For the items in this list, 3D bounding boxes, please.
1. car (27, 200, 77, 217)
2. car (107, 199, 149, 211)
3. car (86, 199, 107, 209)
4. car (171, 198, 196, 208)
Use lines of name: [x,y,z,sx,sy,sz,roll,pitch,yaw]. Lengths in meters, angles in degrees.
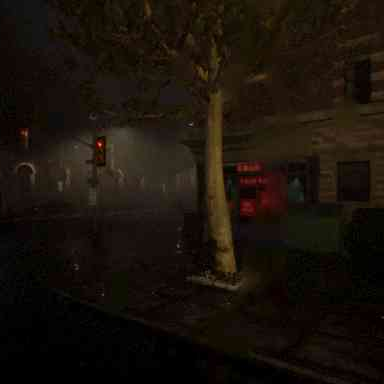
car: [-13.359,1.526,31.940,1.812,1.442,4.674,0,0,36]
car: [-7.466,1.601,40.018,1.895,1.301,4.718,0,0,36]
car: [-11.944,1.595,45.158,1.895,1.301,4.718,0,0,36]
car: [-1.394,1.547,48.297,2.033,1.411,5.357,0,0,36]
